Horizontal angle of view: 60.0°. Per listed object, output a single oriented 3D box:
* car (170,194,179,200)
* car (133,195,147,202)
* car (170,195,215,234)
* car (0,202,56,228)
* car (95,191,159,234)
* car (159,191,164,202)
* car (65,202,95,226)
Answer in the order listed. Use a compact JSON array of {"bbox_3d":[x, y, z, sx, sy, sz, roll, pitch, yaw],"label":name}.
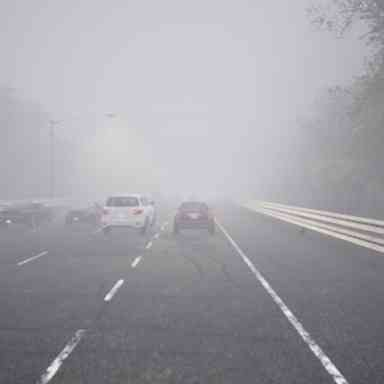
[{"bbox_3d":[-3.129,1.156,63.381,2.128,1.511,4.902,0,0,0],"label":"car"},{"bbox_3d":[-10.113,1.258,65.327,1.895,1.301,4.718,0,0,0],"label":"car"},{"bbox_3d":[0.112,1.249,18.641,2.097,1.767,4.553,0,0,0],"label":"car"},{"bbox_3d":[-10.382,1.392,21.286,1.837,1.490,4.892,0,1,0],"label":"car"},{"bbox_3d":[-3.389,1.122,18.549,2.150,2.045,5.566,0,1,0],"label":"car"},{"bbox_3d":[-6.633,0.887,63.109,2.150,2.045,5.566,0,0,0],"label":"car"},{"bbox_3d":[-6.880,1.406,22.051,1.812,1.442,4.674,0,0,0],"label":"car"}]
